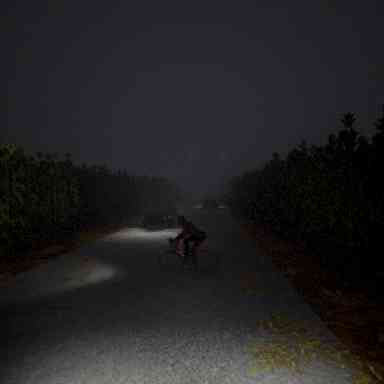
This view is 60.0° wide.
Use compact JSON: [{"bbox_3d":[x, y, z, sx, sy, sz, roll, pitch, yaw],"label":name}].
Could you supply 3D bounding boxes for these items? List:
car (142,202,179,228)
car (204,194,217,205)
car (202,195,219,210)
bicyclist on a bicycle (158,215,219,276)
[{"bbox_3d":[-2.010,1.455,22.314,1.882,1.535,5.008,0,0,4],"label":"car"},{"bbox_3d":[2.778,1.134,50.460,1.882,1.535,5.008,0,0,4],"label":"car"},{"bbox_3d":[2.206,1.283,39.852,1.812,1.442,4.674,0,1,3],"label":"car"},{"bbox_3d":[-0.117,1.451,8.912,1.656,1.620,0.582,-2,0,3],"label":"bicyclist on a bicycle"}]
